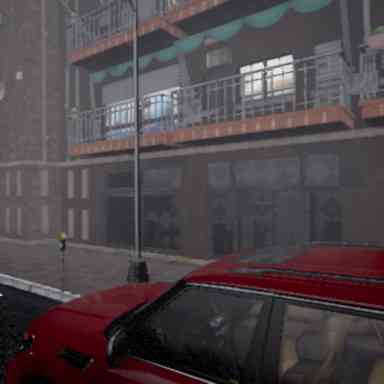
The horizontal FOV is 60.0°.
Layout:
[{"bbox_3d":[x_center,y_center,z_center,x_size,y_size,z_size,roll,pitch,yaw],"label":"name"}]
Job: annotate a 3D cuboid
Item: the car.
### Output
[{"bbox_3d":[0.757,1.321,2.339,5.009,1.841,2.192,-1,-1,35],"label":"car"}]
